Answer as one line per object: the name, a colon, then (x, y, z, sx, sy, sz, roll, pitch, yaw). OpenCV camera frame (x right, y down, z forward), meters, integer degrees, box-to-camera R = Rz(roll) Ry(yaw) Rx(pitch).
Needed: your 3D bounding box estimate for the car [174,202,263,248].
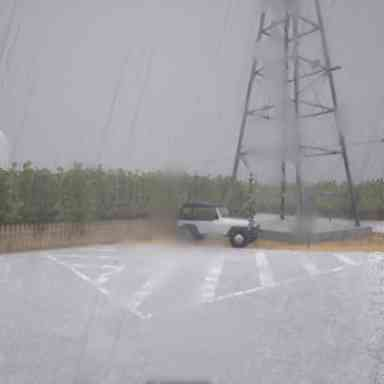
car: (1.095, 1.405, 14.965, 3.866, 1.878, 1.905, 0, 0, 23)
